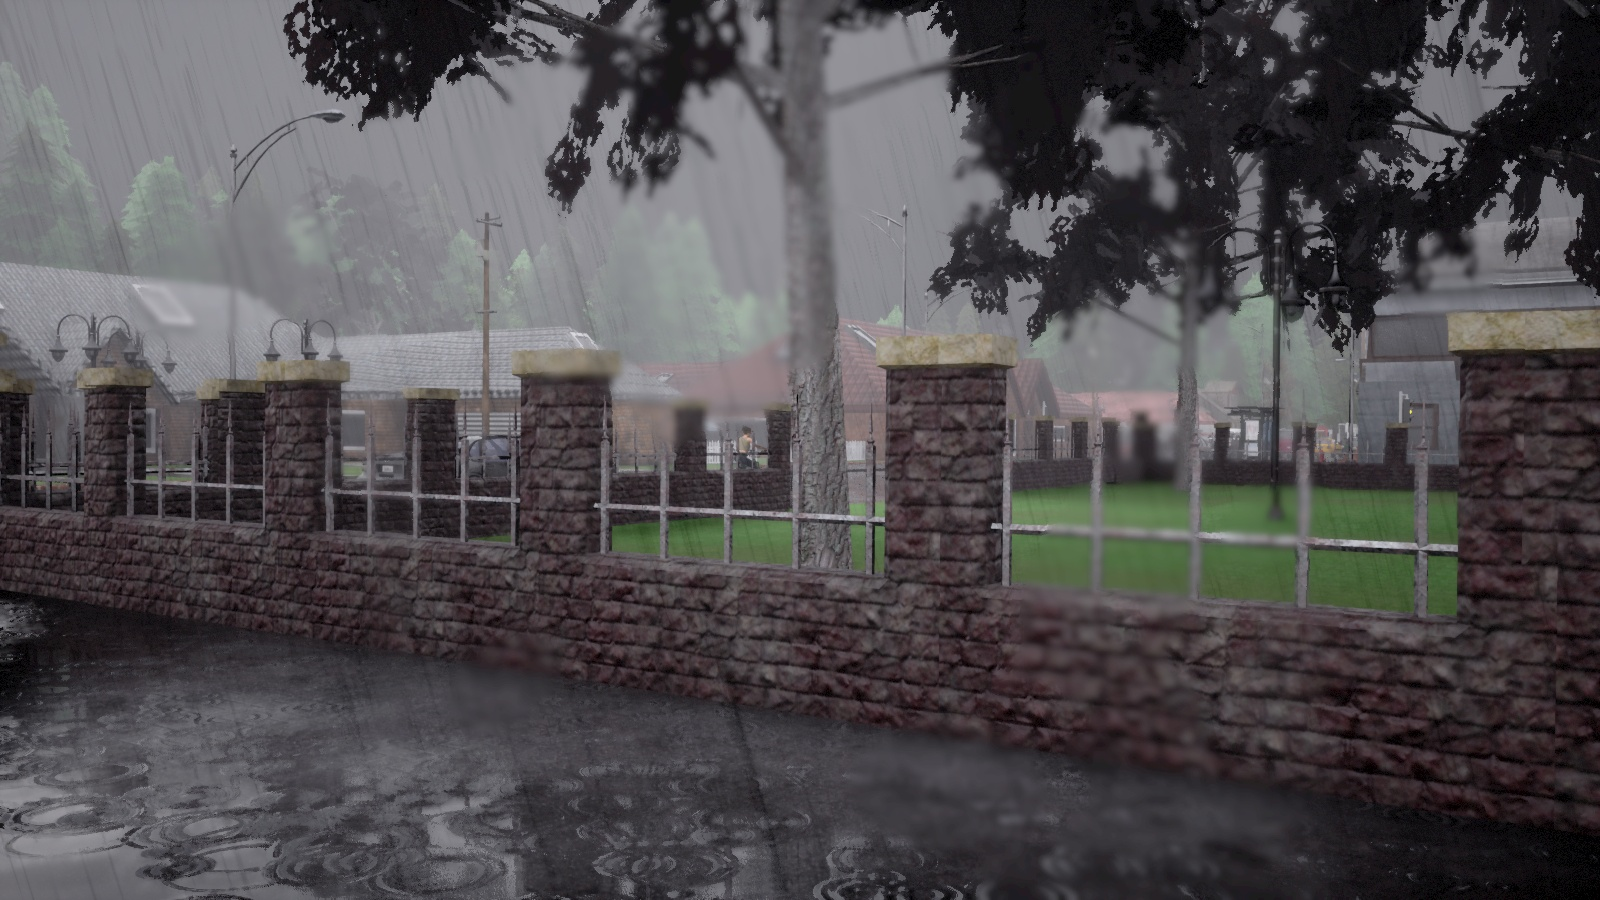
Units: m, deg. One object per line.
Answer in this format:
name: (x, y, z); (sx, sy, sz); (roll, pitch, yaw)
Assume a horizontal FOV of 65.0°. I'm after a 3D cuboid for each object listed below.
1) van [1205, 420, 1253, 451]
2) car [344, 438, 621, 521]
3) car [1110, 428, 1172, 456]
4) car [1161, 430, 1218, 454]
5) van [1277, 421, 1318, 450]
van: (29.586, -0.994, 86.478); (2.069, 2.038, 4.480); (0, 1, 33)
car: (-6.040, 0.496, 24.689); (2.033, 1.411, 5.357); (0, 1, 32)
car: (19.229, -0.460, 70.638); (2.007, 1.525, 4.514); (0, 1, 34)
car: (24.409, -0.515, 78.576); (2.033, 1.411, 5.357); (0, 1, 33)
van: (34.197, -1.003, 86.217); (1.775, 1.987, 4.442); (0, 1, 33)
